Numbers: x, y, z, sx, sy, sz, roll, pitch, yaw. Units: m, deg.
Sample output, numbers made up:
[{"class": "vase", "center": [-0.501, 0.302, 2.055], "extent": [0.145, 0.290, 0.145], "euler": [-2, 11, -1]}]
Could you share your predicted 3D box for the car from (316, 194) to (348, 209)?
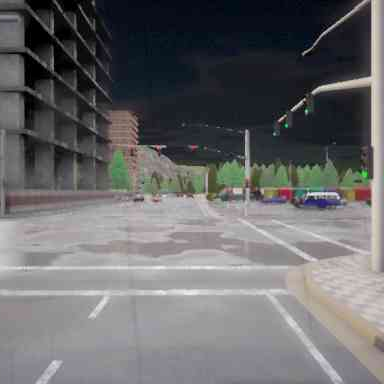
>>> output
[{"class": "car", "center": [21.426, 1.449, 50.367], "extent": [3.806, 1.475, 1.970], "euler": [0, 0, 0]}]

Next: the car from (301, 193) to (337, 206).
[{"class": "car", "center": [21.412, 1.207, 55.945], "extent": [4.605, 1.855, 1.932], "euler": [0, 0, 0]}]

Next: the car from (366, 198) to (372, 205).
[{"class": "car", "center": [36.591, 1.418, 64.295], "extent": [3.905, 1.438, 1.784], "euler": [0, 0, 0]}]

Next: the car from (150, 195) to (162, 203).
[{"class": "car", "center": [-7.378, 1.335, 69.142], "extent": [2.097, 1.767, 4.553], "euler": [0, 0, 0]}]

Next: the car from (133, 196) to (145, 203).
[{"class": "car", "center": [-10.878, 1.520, 69.110], "extent": [2.033, 1.411, 5.357], "euler": [0, 0, 0]}]

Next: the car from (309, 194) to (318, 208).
[{"class": "car", "center": [21.445, 1.417, 53.262], "extent": [3.905, 1.438, 1.784], "euler": [0, 0, 0]}]
